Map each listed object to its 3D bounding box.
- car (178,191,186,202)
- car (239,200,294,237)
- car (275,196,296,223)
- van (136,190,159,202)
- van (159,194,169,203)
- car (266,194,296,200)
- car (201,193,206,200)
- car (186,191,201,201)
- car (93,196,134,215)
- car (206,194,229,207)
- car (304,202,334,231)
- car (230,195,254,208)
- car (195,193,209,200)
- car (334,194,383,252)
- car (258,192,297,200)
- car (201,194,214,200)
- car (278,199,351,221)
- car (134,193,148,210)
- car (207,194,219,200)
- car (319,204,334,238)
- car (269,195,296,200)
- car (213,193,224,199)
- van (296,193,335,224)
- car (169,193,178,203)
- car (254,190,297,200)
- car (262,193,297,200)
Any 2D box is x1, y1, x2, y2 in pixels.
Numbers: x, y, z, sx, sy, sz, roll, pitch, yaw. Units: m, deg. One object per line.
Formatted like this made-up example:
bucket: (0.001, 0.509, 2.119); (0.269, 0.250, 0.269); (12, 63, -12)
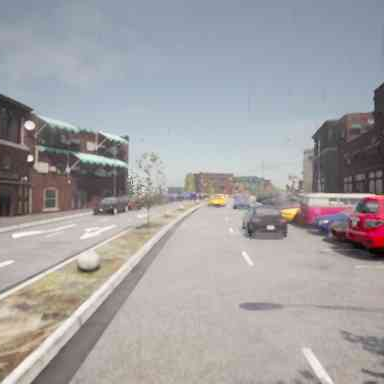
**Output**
car: (-3.003, 0.959, 57.451); (2.002, 1.452, 4.674); (0, 0, 12)
car: (3.666, 1.387, 17.140); (1.812, 1.442, 4.674); (0, 1, 4)
car: (8.509, 1.288, 21.878); (5.366, 1.575, 1.946); (0, 1, 4)
van: (-5.910, 0.812, 40.953); (1.878, 1.987, 4.442); (0, 1, 9)
van: (-5.068, 0.751, 46.427); (1.878, 1.987, 4.442); (0, 0, 10)
car: (9.453, 1.211, 30.016); (4.792, 1.488, 2.163); (0, 1, 6)
car: (0.842, 0.877, 73.655); (2.185, 1.767, 4.553); (0, -1, 16)
car: (-0.578, 0.701, 68.229); (2.435, 2.045, 5.566); (0, -1, 15)
car: (-7.257, 1.186, 30.088); (2.097, 1.535, 5.008); (0, 1, 6)
car: (3.294, 1.008, 42.302); (1.882, 1.535, 5.008); (0, 1, 8)
car: (8.343, 1.396, 16.430); (4.674, 1.452, 2.002); (0, 1, 4)
car: (5.769, 1.123, 38.568); (2.033, 1.411, 5.357); (0, 1, 8)
car: (2.368, 1.077, 79.078); (2.231, 1.521, 4.892); (0, -1, 17)
car: (8.144, 1.159, 11.089); (5.566, 2.045, 2.435); (0, 1, 2)
car: (10.393, 1.083, 38.283); (4.792, 1.488, 2.163); (0, 1, 8)
car: (3.953, 1.205, 84.262); (2.002, 1.452, 4.674); (0, -1, 18)
car: (8.912, 1.297, 24.584); (4.674, 1.452, 2.002); (0, 1, 5)
car: (-6.642, 1.143, 35.546); (2.163, 1.488, 4.792); (0, 1, 8)
car: (5.679, 1.286, 89.504); (2.163, 1.488, 4.792); (0, -1, 19)
car: (8.188, 1.413, 13.818); (4.792, 1.488, 2.163); (0, 1, 3)
car: (9.124, 1.250, 27.307); (4.792, 1.488, 2.163); (0, 1, 6)
car: (7.575, 1.226, 94.911); (2.185, 1.767, 4.553); (0, -1, 21)
van: (8.622, 1.099, 19.128); (4.442, 1.987, 1.878); (0, 1, 4)
car: (-4.064, 0.976, 52.011); (2.002, 1.452, 4.674); (0, 0, 11)
car: (11.200, 0.733, 43.685); (5.566, 2.045, 2.435); (0, 1, 10)
car: (9.717, 1.142, 32.735); (4.892, 1.521, 2.231); (0, 1, 7)
